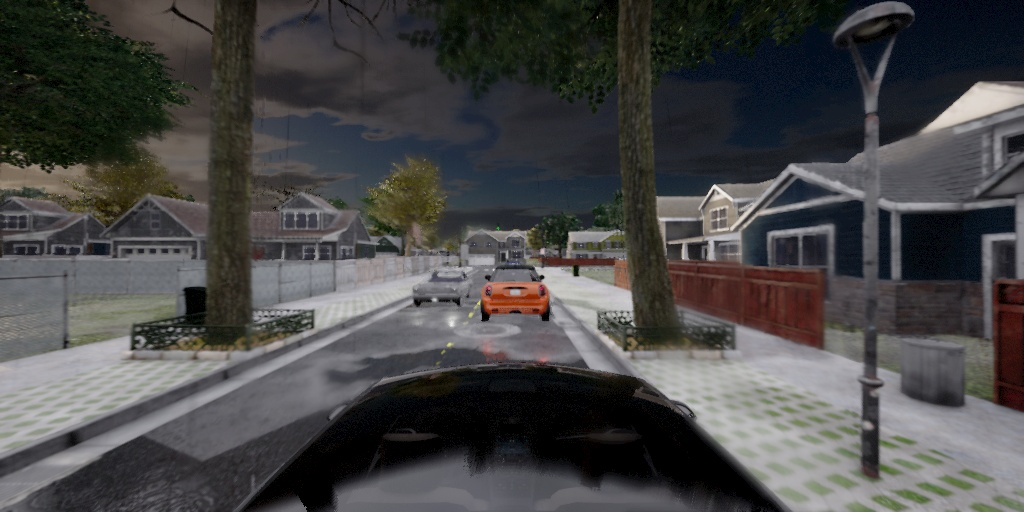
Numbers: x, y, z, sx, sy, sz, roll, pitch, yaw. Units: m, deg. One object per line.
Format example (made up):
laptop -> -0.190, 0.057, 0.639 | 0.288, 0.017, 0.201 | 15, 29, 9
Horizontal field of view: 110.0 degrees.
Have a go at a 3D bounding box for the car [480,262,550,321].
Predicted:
car -> 0.103, 1.072, 12.525 | 2.097, 1.767, 4.553 | 0, 0, 0

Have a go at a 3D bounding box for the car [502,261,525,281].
car -> 0.110, 1.194, 30.344 | 1.812, 1.442, 4.674 | 0, 0, 0

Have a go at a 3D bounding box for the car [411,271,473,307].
car -> -2.846, 1.313, 15.445 | 1.895, 1.301, 4.718 | 0, 0, 0
